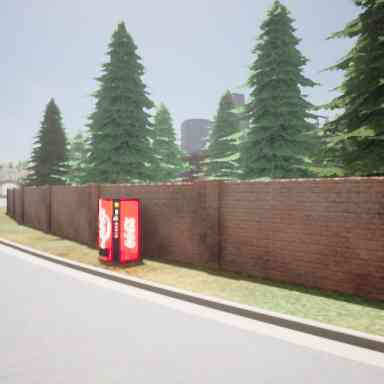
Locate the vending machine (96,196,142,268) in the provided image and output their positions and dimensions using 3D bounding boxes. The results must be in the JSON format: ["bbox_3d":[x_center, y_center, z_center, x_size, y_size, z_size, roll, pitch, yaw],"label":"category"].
[{"bbox_3d":[-2.297,1.191,10.476,0.880,2.100,1.100,0,0,42],"label":"vending machine"}]
